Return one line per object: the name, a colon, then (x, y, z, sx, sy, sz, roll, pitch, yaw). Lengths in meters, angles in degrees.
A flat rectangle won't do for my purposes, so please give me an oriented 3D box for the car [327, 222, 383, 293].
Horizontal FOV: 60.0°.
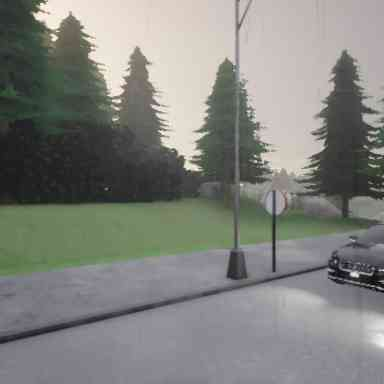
car: (5.394, 1.507, 8.363, 4.892, 1.490, 1.837, 1, 0, -35)
